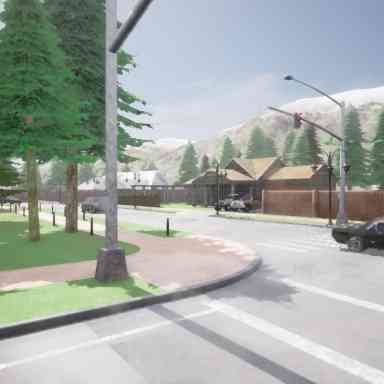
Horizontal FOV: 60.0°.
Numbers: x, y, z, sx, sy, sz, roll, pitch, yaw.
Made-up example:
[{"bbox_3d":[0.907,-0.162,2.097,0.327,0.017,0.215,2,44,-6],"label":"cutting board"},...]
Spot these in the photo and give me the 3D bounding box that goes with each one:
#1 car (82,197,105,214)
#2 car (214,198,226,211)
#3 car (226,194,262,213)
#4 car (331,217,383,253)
[{"bbox_3d":[-9.752,1.339,34.576,2.097,1.767,4.553,0,0,-37],"label":"car"},{"bbox_3d":[4.358,1.164,36.540,3.866,1.878,1.905,0,0,-37],"label":"car"},{"bbox_3d":[6.179,1.162,34.764,4.605,1.855,1.932,0,0,-37],"label":"car"},{"bbox_3d":[7.541,1.597,11.668,1.895,1.301,4.718,0,0,-38],"label":"car"}]
